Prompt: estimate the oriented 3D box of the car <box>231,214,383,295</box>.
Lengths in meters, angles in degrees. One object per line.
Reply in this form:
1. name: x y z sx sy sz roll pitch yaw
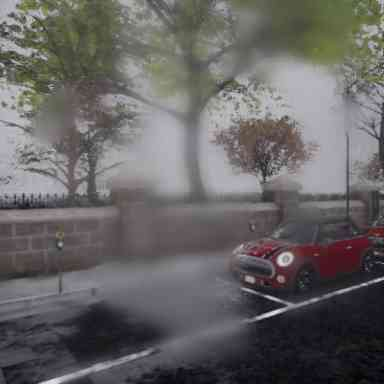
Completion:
1. car: 2.934 1.442 8.654 4.097 1.590 1.967 0 0 -35
